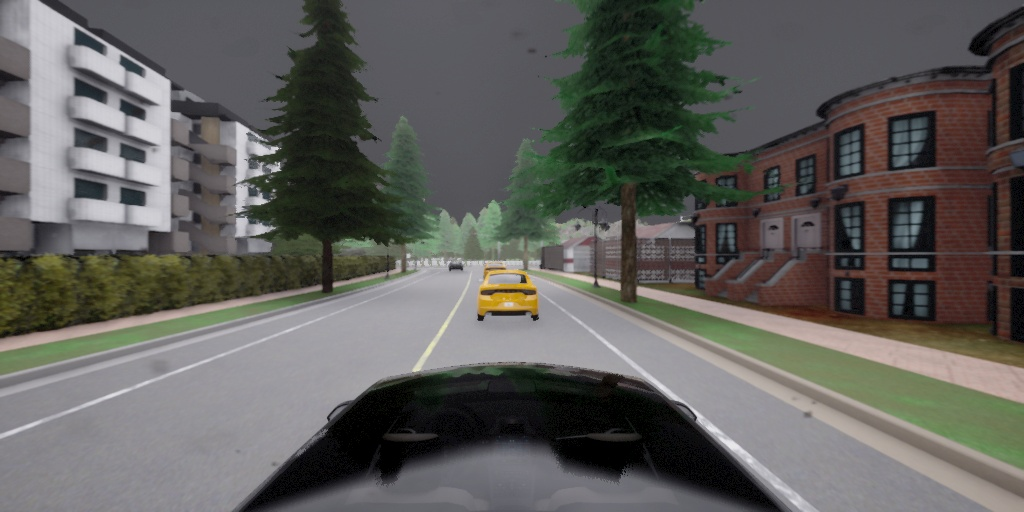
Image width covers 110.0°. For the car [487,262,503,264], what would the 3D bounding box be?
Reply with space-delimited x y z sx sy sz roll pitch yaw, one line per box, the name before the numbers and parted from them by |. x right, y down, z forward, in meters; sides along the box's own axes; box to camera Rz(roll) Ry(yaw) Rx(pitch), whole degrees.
car | -1.473 1.222 30.410 1.882 1.535 5.008 0 0 -6

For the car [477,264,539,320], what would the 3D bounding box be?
car | -0.185 1.225 12.660 1.882 1.535 5.008 0 0 -2

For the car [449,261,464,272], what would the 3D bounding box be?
car | -7.225 1.349 46.383 1.895 1.301 4.718 0 0 -9
